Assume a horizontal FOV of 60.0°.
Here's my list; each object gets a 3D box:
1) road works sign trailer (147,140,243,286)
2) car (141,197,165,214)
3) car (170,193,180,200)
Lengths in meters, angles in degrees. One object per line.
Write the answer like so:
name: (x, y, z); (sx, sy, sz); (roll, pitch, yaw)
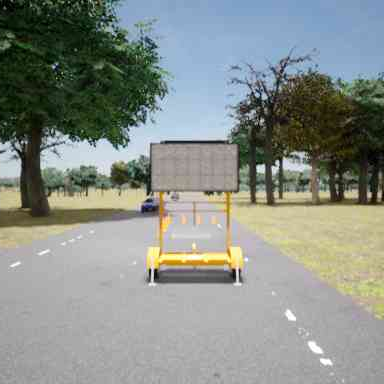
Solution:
road works sign trailer: (0.067, 0.393, 9.150); (2.380, 3.560, 2.880); (0, 0, 0)
car: (-3.690, 1.246, 31.815); (1.882, 1.535, 5.008); (0, 0, 0)
car: (-3.736, 1.029, 73.686); (1.837, 1.490, 4.892); (0, 0, 0)
